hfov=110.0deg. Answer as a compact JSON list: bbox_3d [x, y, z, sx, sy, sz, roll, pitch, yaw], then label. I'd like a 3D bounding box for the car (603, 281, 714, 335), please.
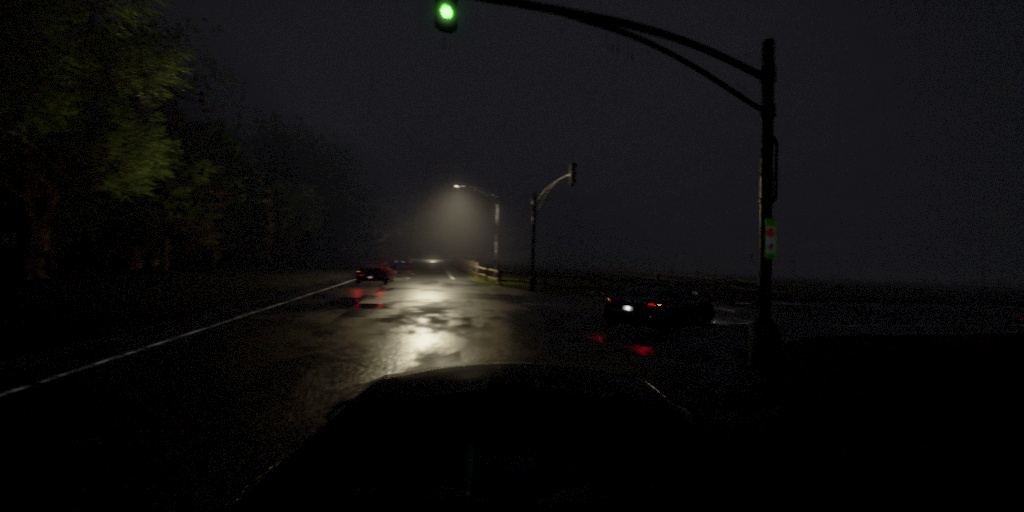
[{"bbox_3d":[4.681,1.496,11.278,4.181,1.385,1.994,3,-2,-42],"label":"car"}]

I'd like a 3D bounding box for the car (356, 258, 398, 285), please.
[{"bbox_3d":[-8.715,1.027,23.081,1.812,1.442,4.674,2,0,-12],"label":"car"}]

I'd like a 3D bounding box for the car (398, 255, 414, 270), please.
[{"bbox_3d":[-13.443,0.719,44.879,2.097,1.767,4.553,2,0,-12],"label":"car"}]
